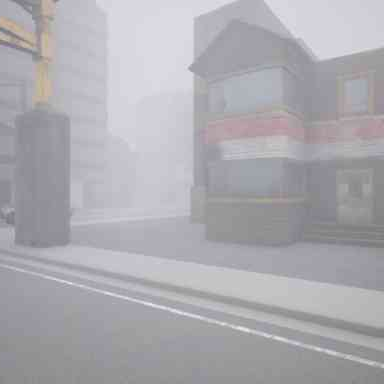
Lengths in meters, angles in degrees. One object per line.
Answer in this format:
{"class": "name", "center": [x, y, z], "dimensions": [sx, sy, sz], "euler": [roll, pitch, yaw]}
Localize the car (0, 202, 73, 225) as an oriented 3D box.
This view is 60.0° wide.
{"class": "car", "center": [-10.705, 1.453, 23.515], "dimensions": [2.038, 1.542, 4.974], "euler": [0, 0, 16]}
